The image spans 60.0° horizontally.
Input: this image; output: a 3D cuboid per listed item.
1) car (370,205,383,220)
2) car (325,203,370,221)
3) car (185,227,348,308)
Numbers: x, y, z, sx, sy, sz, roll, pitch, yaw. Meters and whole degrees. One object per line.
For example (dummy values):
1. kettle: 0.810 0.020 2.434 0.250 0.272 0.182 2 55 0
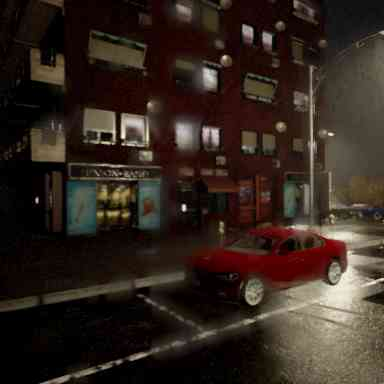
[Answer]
1. car: 16.443 1.850 31.555 1.895 1.301 4.718 -1 0 -35
2. car: 13.148 1.774 30.607 2.128 1.511 4.902 -1 0 -33
3. car: 1.908 1.569 7.945 4.507 1.381 1.887 0 -1 -36
